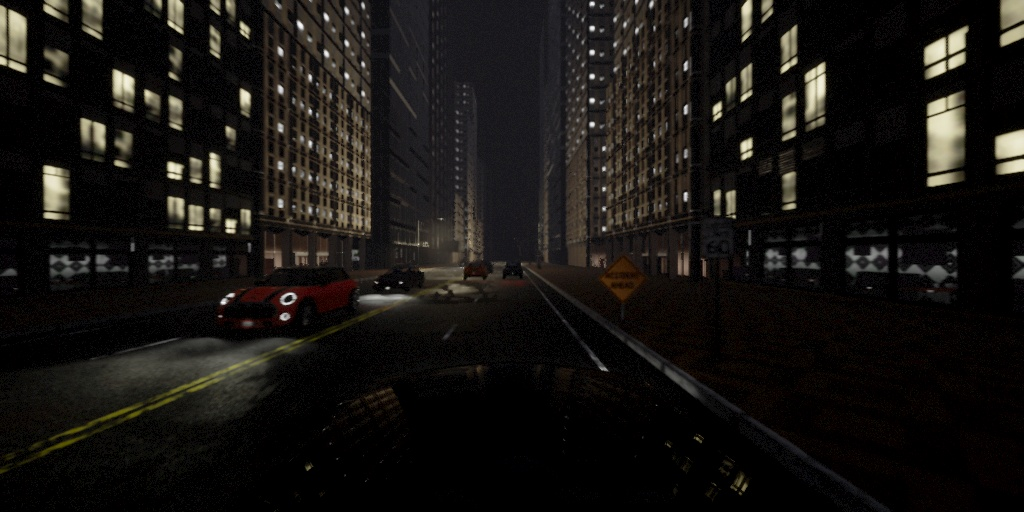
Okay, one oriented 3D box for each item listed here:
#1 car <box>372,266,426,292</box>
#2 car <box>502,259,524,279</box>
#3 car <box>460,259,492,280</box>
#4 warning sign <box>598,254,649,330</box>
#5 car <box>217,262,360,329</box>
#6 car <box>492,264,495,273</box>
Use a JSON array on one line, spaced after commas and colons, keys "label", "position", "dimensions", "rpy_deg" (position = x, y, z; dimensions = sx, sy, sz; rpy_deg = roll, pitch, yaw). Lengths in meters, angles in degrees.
[{"label": "car", "position": [-6.604, 1.323, 21.697], "dimensions": [2.033, 1.411, 5.357], "rpy_deg": [0, 0, 0]}, {"label": "car", "position": [0.084, 1.295, 33.278], "dimensions": [2.128, 1.511, 4.902], "rpy_deg": [0, 0, 0]}, {"label": "car", "position": [-3.164, 1.277, 32.176], "dimensions": [1.882, 1.535, 5.008], "rpy_deg": [0, 0, 0]}, {"label": "warning sign", "position": [2.846, 0.872, 9.242], "dimensions": [1.300, 1.860, 1.060], "rpy_deg": [0, 0, 0]}, {"label": "car", "position": [-6.604, 1.111, 11.200], "dimensions": [2.097, 1.767, 4.553], "rpy_deg": [0, 0, 0]}, {"label": "car", "position": [-3.239, 1.343, 44.213], "dimensions": [1.837, 1.490, 4.892], "rpy_deg": [0, 0, 0]}]
